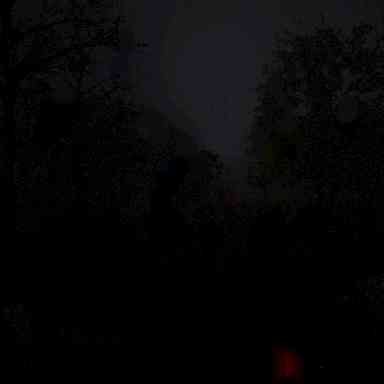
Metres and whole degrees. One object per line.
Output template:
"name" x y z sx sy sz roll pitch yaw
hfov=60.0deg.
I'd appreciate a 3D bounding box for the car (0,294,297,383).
"car" -1.134 1.562 2.263 4.181 1.385 1.994 0 0 -35
